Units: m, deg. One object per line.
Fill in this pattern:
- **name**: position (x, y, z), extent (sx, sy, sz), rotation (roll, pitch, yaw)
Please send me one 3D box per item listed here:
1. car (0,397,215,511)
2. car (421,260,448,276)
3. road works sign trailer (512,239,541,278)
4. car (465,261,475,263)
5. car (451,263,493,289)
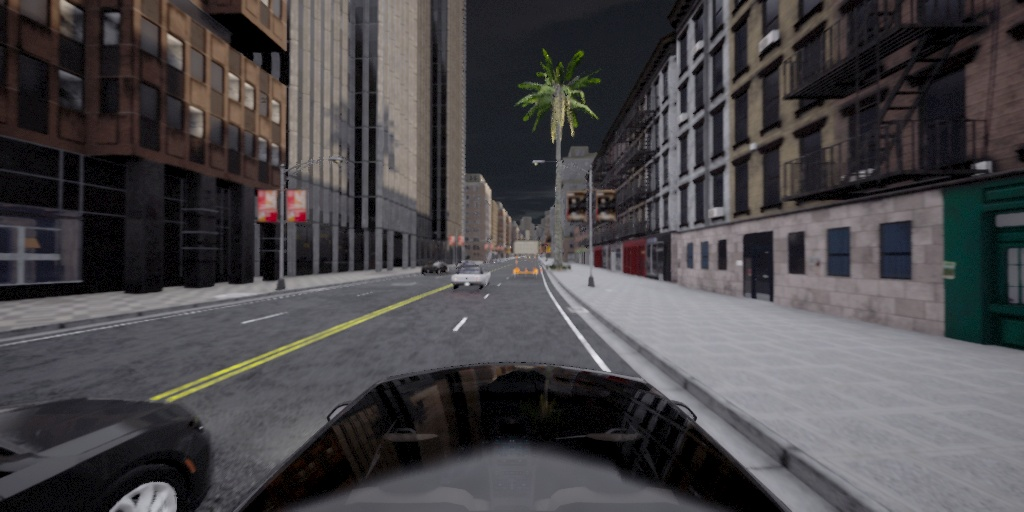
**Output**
- **car**: position (-3.117, 1.248, 0.639), extent (1.837, 1.490, 4.892), rotation (0, 0, 0)
- **car**: position (-8.234, 1.234, 38.407), extent (1.882, 1.535, 5.008), rotation (0, 0, 4)
- **road works sign trailer**: position (1.332, 0.230, 34.075), extent (2.380, 3.560, 2.880), rotation (0, 0, 4)
- **car**: position (-4.884, 1.307, 39.781), extent (2.033, 1.411, 5.357), rotation (0, 0, 4)
- **car**: position (-2.507, 1.360, 23.117), extent (1.895, 1.301, 4.718), rotation (0, 0, 3)
